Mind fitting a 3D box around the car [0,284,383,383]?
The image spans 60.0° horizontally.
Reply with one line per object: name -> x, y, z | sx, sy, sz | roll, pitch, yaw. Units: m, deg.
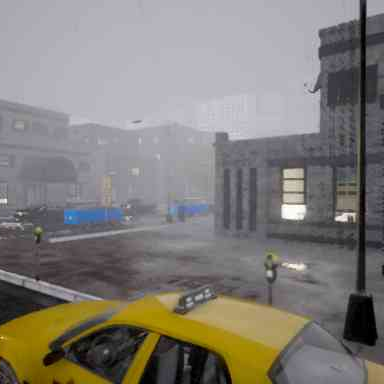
car -> -0.184, 1.524, 2.999 | 4.829, 1.417, 1.752 | 0, 0, 36

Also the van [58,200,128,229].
van -> -6.495, 1.400, 22.208 | 1.690, 1.788, 3.998 | 0, 0, 35

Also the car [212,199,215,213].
car -> 3.022, 1.649, 35.764 | 1.887, 1.381, 4.507 | 0, 0, 35

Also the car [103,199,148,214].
car -> -7.096, 1.549, 35.937 | 1.752, 1.417, 4.829 | 0, 0, 35

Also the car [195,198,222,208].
car -> 2.521, 1.620, 49.634 | 1.887, 1.381, 4.507 | 0, 0, 35

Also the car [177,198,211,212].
car -> 0.375, 1.576, 42.049 | 1.837, 1.490, 4.892 | 1, 0, 35

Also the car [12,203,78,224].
car -> -11.205, 1.579, 25.575 | 1.994, 1.385, 4.181 | 1, 0, 35

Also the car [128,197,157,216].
car -> -5.581, 1.393, 33.580 | 2.097, 1.767, 4.553 | 1, 0, 35

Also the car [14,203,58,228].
car -> -9.399, 1.527, 22.580 | 2.128, 1.511, 4.902 | 0, 0, 35

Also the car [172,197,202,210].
car -> -0.651, 1.498, 45.115 | 1.967, 1.590, 4.097 | 0, 0, 35

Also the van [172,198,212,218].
van -> -0.149, 1.429, 31.246 | 1.690, 1.788, 3.998 | 0, 0, 35
